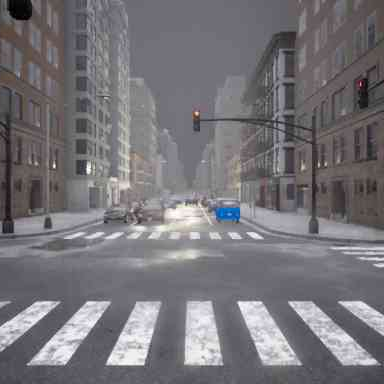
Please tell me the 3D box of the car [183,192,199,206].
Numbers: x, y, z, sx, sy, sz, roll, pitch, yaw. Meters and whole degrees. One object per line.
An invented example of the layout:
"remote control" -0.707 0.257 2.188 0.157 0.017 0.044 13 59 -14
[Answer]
"car" -0.059 1.341 55.136 2.097 1.767 4.553 0 0 0

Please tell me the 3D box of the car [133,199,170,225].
"car" -2.858 1.525 24.412 1.812 1.442 4.674 0 0 -1

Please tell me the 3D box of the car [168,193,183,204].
"car" -2.813 1.491 59.343 1.882 1.535 5.008 0 0 0

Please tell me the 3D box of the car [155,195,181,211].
"car" -2.880 1.490 40.889 2.128 1.511 4.902 0 0 0

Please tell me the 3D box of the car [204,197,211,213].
"car" 2.598 1.580 36.402 1.802 1.307 4.206 0 0 0

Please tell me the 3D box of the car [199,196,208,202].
"car" 2.557 1.525 76.171 2.008 1.369 4.403 0 0 0

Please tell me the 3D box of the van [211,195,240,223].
"van" 2.610 1.340 25.040 1.690 1.788 3.998 0 0 0

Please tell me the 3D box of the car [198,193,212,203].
"car" 2.581 1.305 53.446 2.192 1.841 5.009 0 0 0

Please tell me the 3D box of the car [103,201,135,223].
"car" -5.415 1.550 25.023 2.008 1.369 4.403 0 0 0

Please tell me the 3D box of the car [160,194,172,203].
"car" -5.462 1.293 70.477 2.192 1.841 5.009 0 0 0

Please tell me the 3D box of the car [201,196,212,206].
"car" 2.586 1.576 47.765 1.802 1.307 4.206 0 0 0

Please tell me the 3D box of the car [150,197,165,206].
"car" -5.444 1.556 53.432 1.947 1.339 4.313 0 0 0

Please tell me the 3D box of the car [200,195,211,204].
"car" 2.569 1.422 64.809 1.967 1.590 4.097 0 0 0

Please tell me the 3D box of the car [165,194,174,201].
"car" -5.474 1.410 81.841 1.967 1.590 4.097 0 0 0

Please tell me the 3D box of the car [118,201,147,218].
"car" -5.421 1.543 30.704 1.887 1.381 4.507 0 0 0

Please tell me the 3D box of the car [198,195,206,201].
"car" 2.545 1.531 87.534 1.947 1.339 4.313 0 0 0

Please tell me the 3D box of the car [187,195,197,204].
"car" -0.069 1.460 65.168 1.882 1.535 5.008 0 0 0
